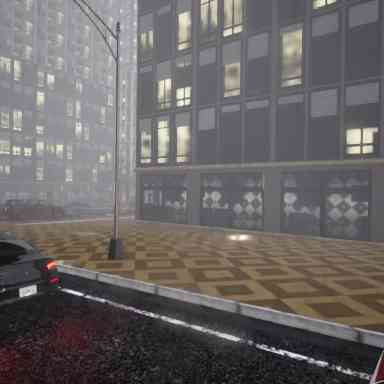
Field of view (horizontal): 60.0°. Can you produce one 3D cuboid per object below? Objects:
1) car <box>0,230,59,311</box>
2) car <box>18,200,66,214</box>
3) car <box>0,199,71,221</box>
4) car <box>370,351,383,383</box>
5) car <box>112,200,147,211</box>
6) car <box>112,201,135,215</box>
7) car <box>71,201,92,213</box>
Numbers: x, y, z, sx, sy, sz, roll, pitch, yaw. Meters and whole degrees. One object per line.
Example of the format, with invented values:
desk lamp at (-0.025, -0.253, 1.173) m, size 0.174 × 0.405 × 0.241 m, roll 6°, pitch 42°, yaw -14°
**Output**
car at (-4.674, 1.522, 7.001) m, size 4.674 × 1.442 × 1.812 m, roll 0°, pitch 0°, yaw 35°
car at (-17.290, 1.643, 38.599) m, size 1.752 × 1.417 × 4.829 m, roll 1°, pitch 0°, yaw 36°
car at (-13.780, 1.519, 29.228) m, size 2.192 × 1.841 × 5.009 m, roll 1°, pitch 0°, yaw 36°
car at (3.219, 1.353, 1.393) m, size 4.553 × 1.767 × 2.097 m, roll 0°, pitch 0°, yaw 35°
car at (-8.587, 1.858, 46.027) m, size 1.895 × 1.301 × 4.718 m, roll 1°, pitch 0°, yaw 36°
car at (-6.994, 1.830, 38.449) m, size 1.752 × 1.417 × 4.829 m, roll 1°, pitch 0°, yaw 36°
car at (-13.874, 1.743, 38.848) m, size 1.994 × 1.385 × 4.181 m, roll 1°, pitch 0°, yaw 37°
